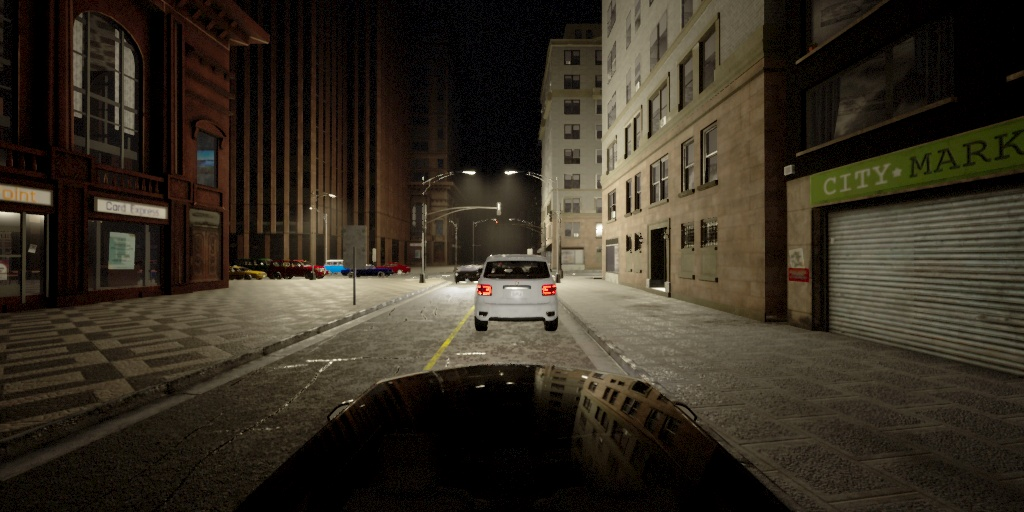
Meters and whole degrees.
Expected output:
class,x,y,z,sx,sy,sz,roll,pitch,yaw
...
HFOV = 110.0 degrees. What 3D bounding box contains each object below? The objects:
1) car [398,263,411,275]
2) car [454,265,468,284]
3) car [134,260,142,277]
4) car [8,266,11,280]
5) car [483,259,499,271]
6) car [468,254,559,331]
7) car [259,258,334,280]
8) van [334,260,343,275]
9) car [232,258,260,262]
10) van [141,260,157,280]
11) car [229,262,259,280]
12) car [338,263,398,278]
class,x,y,z,sx,sy,sz,roll,pitch,yaw
car,-13.960,1.477,41.288,4.507,1.381,1.888,0,0,0
car,-3.097,1.357,26.829,1.895,1.301,4.718,0,0,0
car,-35.304,1.383,35.431,5.566,2.045,2.150,-1,0,0
car,-47.730,1.849,32.898,4.403,1.370,2.007,0,0,0
car,-2.918,1.239,49.927,2.128,1.511,4.902,0,0,-3
car,0.104,0.974,11.090,2.150,2.045,5.566,0,0,0
car,-19.609,1.273,32.785,5.009,1.841,2.192,0,0,0
van,-19.584,1.340,41.311,3.998,1.789,1.690,0,0,0
car,-24.750,1.255,35.374,5.566,2.045,2.150,-1,0,0
van,-30.857,1.435,32.830,3.998,1.789,1.690,0,0,0
car,-25.064,1.552,32.807,4.829,1.417,1.751,0,0,0
car,-14.132,1.506,35.335,4.718,1.301,1.895,-1,0,0
